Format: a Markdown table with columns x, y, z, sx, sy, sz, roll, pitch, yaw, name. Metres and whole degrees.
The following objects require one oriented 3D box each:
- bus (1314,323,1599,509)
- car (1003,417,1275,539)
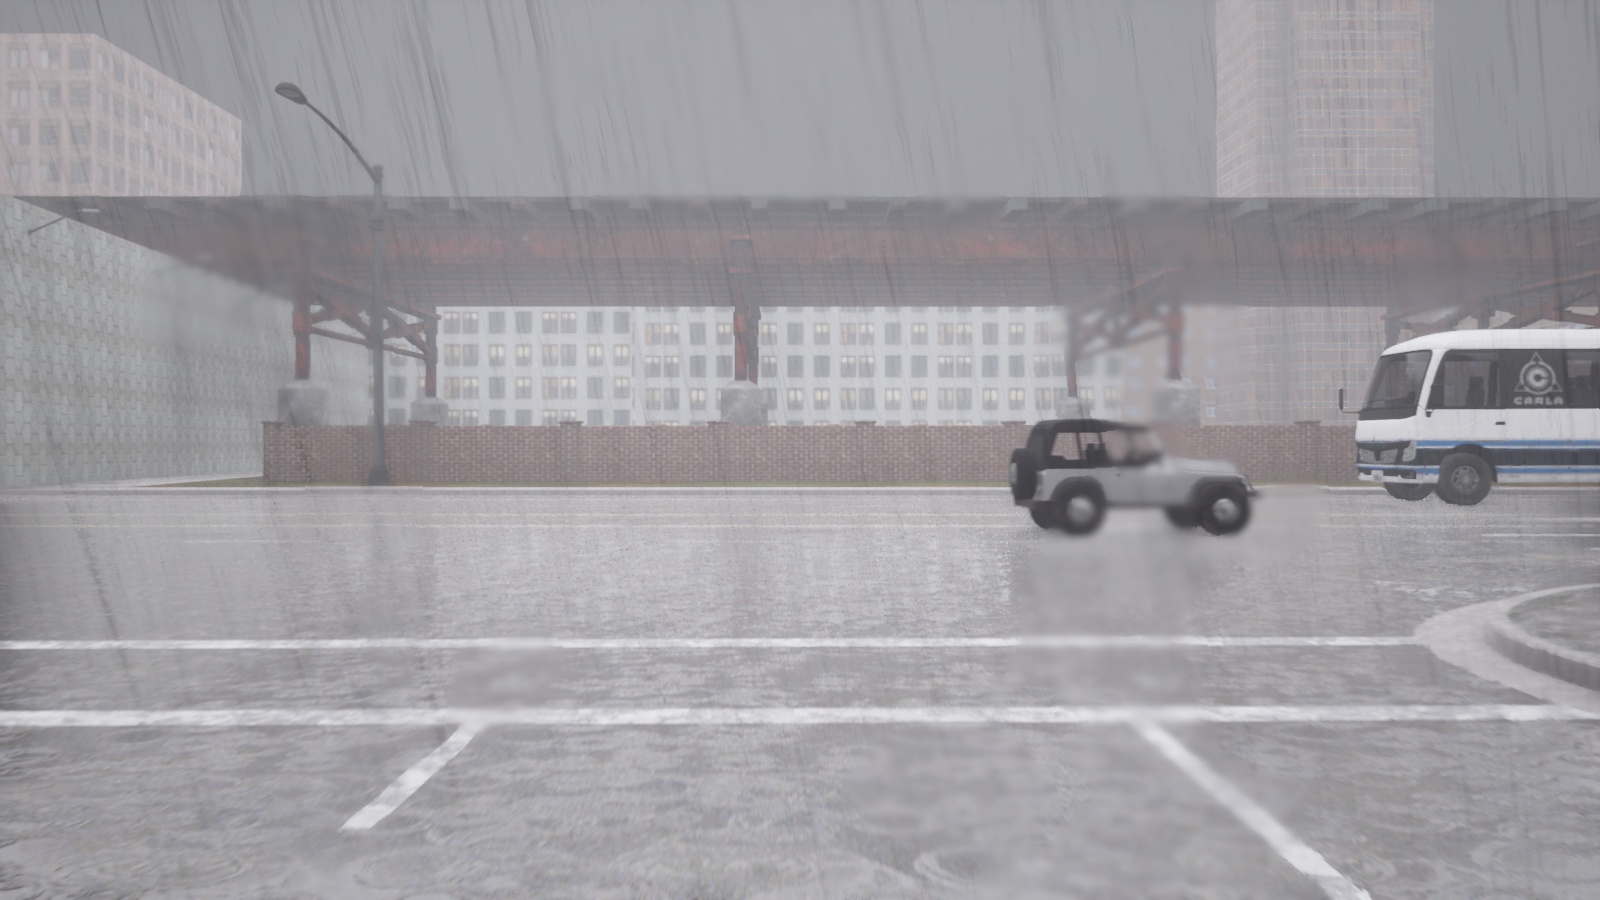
| x | y | z | sx | sy | sz | roll | pitch | yaw | name |
| --- | --- | --- | --- | --- | --- | --- | --- | --- | --- |
| 18.535 | -0.788 | 30.732 | 10.273 | 4.253 | 3.944 | 0 | 0 | 1 | bus |
| 5.425 | 0.432 | 20.429 | 3.866 | 1.878 | 1.905 | 0 | 0 | -3 | car |
